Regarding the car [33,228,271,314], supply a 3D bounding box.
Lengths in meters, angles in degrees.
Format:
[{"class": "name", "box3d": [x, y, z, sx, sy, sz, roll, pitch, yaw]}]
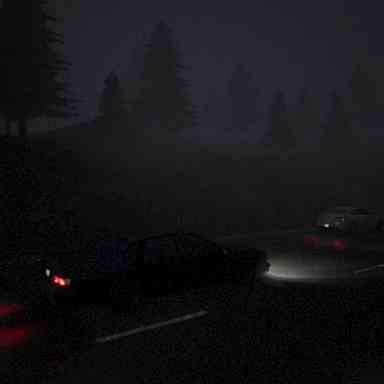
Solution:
[{"class": "car", "box3d": [-0.623, 1.546, 7.614, 5.357, 1.411, 2.033, 0, 0, -35]}]

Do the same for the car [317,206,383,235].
[{"class": "car", "box3d": [8.923, 1.524, 18.718, 4.674, 1.442, 1.812, 0, 0, -35]}]
